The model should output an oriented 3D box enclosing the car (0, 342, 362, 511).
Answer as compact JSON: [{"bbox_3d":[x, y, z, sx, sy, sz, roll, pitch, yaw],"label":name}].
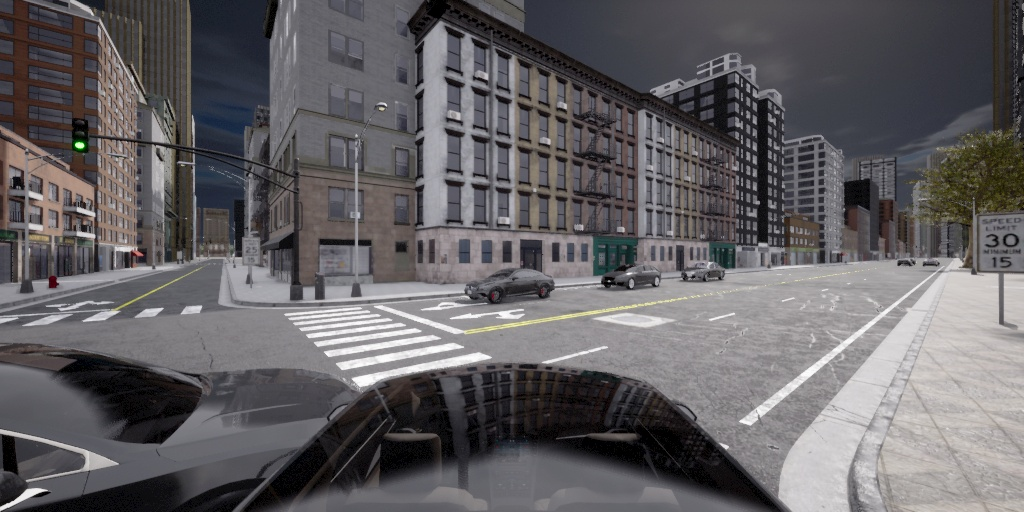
[{"bbox_3d":[-3.218,1.257,1.811,4.892,1.490,1.837,0,0,-34],"label":"car"}]

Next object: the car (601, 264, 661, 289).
[{"bbox_3d":[7.706,1.259,22.982,4.892,1.490,1.837,0,0,-39],"label":"car"}]

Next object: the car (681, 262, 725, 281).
[{"bbox_3d":[15.731,1.237,29.434,4.902,1.511,2.128,0,0,-39],"label":"car"}]

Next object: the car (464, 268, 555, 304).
[{"bbox_3d":[0.000,1.287,16.775,4.674,1.442,1.812,0,0,-39],"label":"car"}]
